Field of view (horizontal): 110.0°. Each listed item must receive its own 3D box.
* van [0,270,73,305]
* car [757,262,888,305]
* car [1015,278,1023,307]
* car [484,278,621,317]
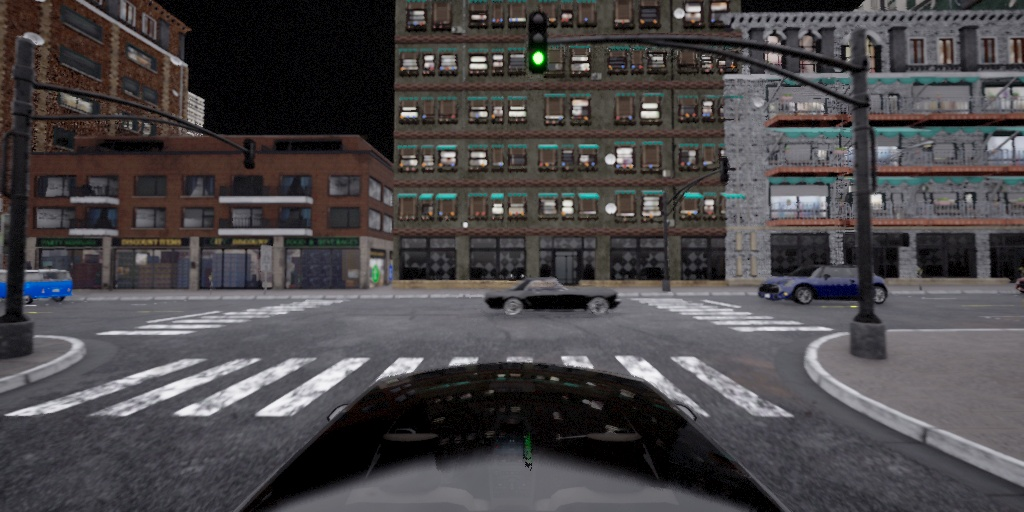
[{"bbox_3d":[-26.063,1.614,19.057,3.998,1.789,1.690,0,0,1],"label":"van"},{"bbox_3d":[13.580,1.172,15.926,4.553,1.767,2.097,0,-2,1],"label":"car"},{"bbox_3d":[17.653,1.133,10.052,4.829,1.417,1.751,0,0,1],"label":"car"},{"bbox_3d":[1.409,1.439,12.994,4.718,1.301,1.895,-1,-2,1],"label":"car"}]
